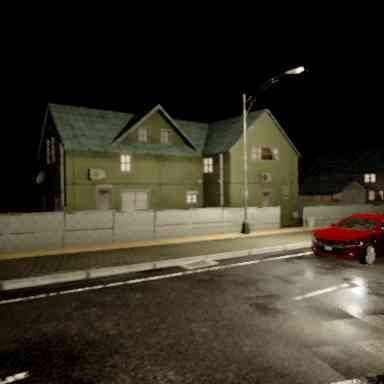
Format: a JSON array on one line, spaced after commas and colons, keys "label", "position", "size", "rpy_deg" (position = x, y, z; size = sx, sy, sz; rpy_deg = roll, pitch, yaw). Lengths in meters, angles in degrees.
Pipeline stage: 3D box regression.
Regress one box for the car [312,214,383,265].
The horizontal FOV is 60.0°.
[{"label": "car", "position": [6.473, 1.587, 12.292], "size": [5.008, 1.535, 1.882], "rpy_deg": [1, 0, -35]}]
